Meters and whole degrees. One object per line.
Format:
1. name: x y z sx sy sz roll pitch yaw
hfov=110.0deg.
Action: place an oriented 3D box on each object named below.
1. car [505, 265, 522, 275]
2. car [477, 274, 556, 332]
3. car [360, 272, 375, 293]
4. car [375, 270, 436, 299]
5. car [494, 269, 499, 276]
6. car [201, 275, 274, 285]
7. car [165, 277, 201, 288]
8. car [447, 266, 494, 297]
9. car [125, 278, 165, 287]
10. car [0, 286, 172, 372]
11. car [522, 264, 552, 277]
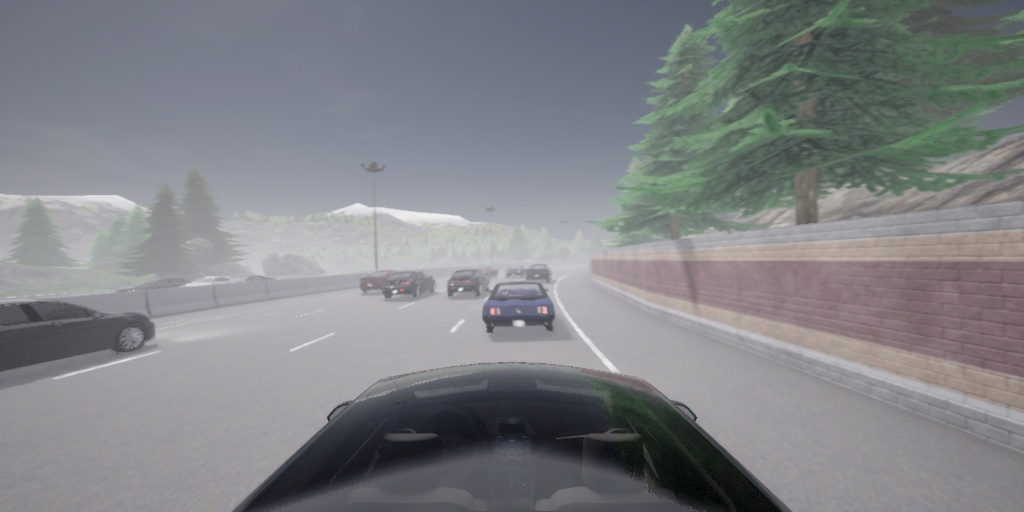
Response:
1. car: 0.655 1.673 39.297 1.895 1.301 4.718 -2 -1 13
2. car: 0.241 1.430 11.275 1.895 1.301 4.718 -2 -1 2
3. car: -8.999 1.755 25.943 1.882 1.535 5.008 -2 -1 7
4. car: -6.012 1.641 21.484 1.837 1.490 4.892 -2 0 6
5. car: -2.859 1.796 39.694 1.895 1.301 4.718 -2 -1 13
6. car: -19.697 2.170 26.509 1.812 1.442 4.674 -2 -1 7
7. car: -23.095 2.295 27.541 1.812 1.442 4.674 -2 -1 8
8. car: -2.506 1.521 21.444 1.837 1.490 4.892 -2 0 6
9. car: -26.672 2.393 27.053 1.837 1.490 4.892 -2 -1 7
10. car: -10.294 1.655 7.381 1.837 1.490 4.892 -2 0 0
11. car: 2.390 1.413 30.833 1.882 1.535 5.008 -2 -1 10
